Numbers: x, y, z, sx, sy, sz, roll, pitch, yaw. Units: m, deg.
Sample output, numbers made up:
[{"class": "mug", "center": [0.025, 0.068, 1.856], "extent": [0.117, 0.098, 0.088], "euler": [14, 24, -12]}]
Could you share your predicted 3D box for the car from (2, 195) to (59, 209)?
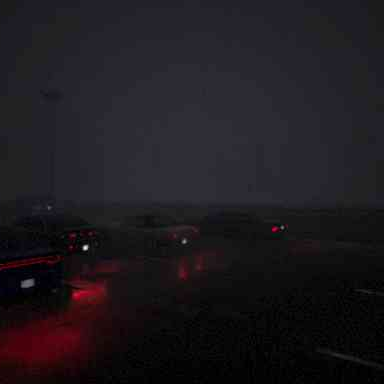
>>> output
[{"class": "car", "center": [-12.569, 1.244, 25.798], "extent": [5.566, 2.045, 2.150], "euler": [0, 0, 36]}]

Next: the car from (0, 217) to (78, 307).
[{"class": "car", "center": [-4.949, 1.484, 7.457], "extent": [5.008, 1.535, 1.882], "euler": [0, 0, 36]}]

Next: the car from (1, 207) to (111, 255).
[{"class": "car", "center": [-5.377, 1.516, 12.084], "extent": [4.892, 1.490, 1.837], "euler": [0, 0, 36]}]

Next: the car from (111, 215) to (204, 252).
[{"class": "car", "center": [-2.091, 1.609, 14.031], "extent": [4.718, 1.301, 1.895], "euler": [0, 0, 36]}]

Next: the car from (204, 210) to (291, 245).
[{"class": "car", "center": [1.782, 1.554, 15.545], "extent": [5.357, 1.411, 2.033], "euler": [0, 0, 36]}]
